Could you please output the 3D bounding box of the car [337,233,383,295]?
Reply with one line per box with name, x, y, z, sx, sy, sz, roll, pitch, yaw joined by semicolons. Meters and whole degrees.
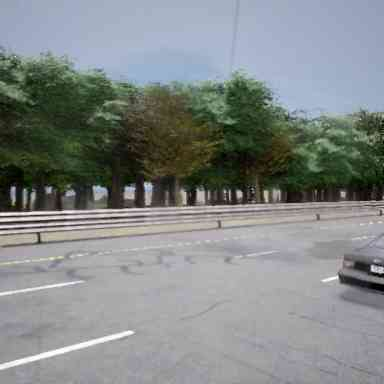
car;5.646;1.544;7.896;5.357;1.411;2.033;0;0;-36
